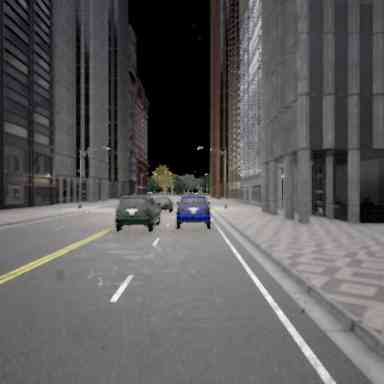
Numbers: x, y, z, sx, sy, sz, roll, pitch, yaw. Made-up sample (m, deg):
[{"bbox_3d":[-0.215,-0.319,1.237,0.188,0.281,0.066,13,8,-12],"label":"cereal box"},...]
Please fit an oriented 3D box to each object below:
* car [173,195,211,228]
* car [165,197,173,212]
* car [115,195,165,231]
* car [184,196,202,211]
[{"bbox_3d":[0.101,1.216,22.119,2.150,2.045,5.566,0,0,0],"label":"car"},{"bbox_3d":[-3.173,1.343,37.920,2.097,1.767,4.553,0,0,0],"label":"car"},{"bbox_3d":[-3.227,1.217,20.700,2.150,2.045,5.566,0,0,1],"label":"car"},{"bbox_3d":[0.103,1.342,40.382,2.097,1.767,4.553,0,0,0],"label":"car"}]
